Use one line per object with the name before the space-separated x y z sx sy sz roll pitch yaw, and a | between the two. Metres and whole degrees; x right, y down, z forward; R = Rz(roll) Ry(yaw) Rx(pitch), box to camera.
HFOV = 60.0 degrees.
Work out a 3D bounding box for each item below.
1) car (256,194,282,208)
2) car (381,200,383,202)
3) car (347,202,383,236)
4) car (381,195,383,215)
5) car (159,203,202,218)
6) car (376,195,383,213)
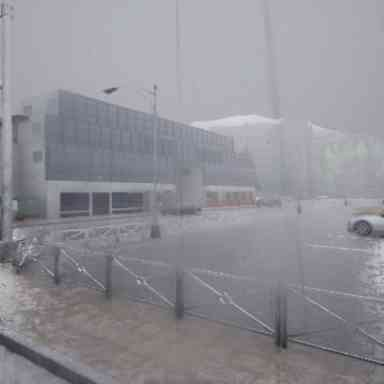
car | 11.630 1.338 49.953 2.150 2.045 5.566 0 0 35
car | 13.114 1.341 21.518 5.027 1.636 2.152 0 0 35
car | 9.664 1.420 16.097 3.806 1.475 1.970 0 0 35
car | 20.517 1.264 31.953 3.866 1.878 1.905 0 0 35
car | -1.062 1.732 32.237 1.895 1.301 4.718 0 0 35
car | 21.862 1.283 34.561 4.605 1.855 1.932 0 0 35
